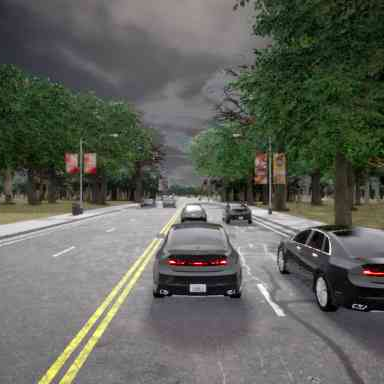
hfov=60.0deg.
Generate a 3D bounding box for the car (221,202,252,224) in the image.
[{"bbox_3d":[3.384,1.554,25.438,1.837,1.490,4.892,0,0,0],"label":"car"}]

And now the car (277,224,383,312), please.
[{"bbox_3d":[3.360,1.513,7.703,1.837,1.490,4.892,0,0,0],"label":"car"}]

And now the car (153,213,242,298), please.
[{"bbox_3d":[0.111,1.514,8.503,1.837,1.490,4.892,0,0,0],"label":"car"}]

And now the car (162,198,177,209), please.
[{"bbox_3d":[-3.253,1.612,48.656,1.837,1.490,4.892,0,-1,0],"label":"car"}]

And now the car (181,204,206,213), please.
[{"bbox_3d":[0.133,1.614,25.878,1.994,1.385,4.181,0,0,0],"label":"car"}]

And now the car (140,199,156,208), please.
[{"bbox_3d":[-6.455,1.672,49.363,1.994,1.385,4.181,0,0,1],"label":"car"}]
